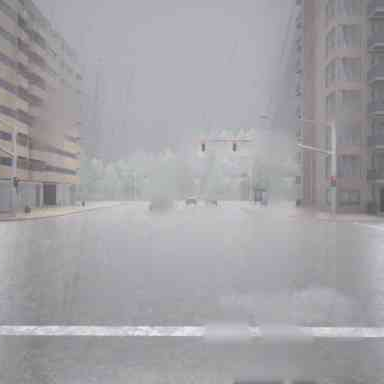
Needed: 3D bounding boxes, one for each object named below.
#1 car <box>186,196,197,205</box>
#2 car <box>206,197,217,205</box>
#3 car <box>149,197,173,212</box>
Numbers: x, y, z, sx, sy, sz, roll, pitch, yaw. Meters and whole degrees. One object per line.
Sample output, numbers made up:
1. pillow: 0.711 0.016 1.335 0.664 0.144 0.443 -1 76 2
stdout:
1. car: -0.088 1.526 60.090 1.812 1.442 4.674 0 0 0
2. car: 3.547 1.547 59.454 2.033 1.411 5.357 0 0 2
3. car: -3.655 1.352 38.356 2.097 1.767 4.553 0 0 0
